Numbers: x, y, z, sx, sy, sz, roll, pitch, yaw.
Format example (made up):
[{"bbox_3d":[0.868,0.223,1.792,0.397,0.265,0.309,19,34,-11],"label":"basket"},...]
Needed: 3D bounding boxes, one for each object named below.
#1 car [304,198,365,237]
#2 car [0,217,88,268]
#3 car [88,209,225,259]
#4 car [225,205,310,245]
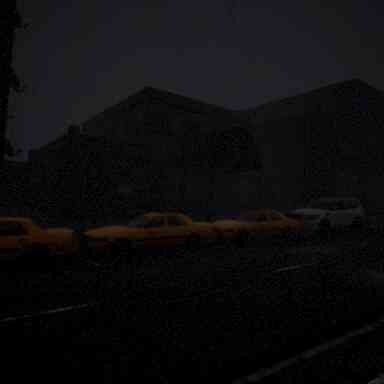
[{"bbox_3d":[7.752,1.350,19.230,5.566,2.045,2.435,1,0,-35],"label":"car"},{"bbox_3d":[-6.058,1.400,9.560,5.366,1.575,1.946,1,0,-35],"label":"car"},{"bbox_3d":[-1.531,1.463,12.723,5.366,1.575,1.946,1,0,-35],"label":"car"},{"bbox_3d":[2.992,1.529,15.895,5.366,1.575,1.946,1,0,-35],"label":"car"}]
